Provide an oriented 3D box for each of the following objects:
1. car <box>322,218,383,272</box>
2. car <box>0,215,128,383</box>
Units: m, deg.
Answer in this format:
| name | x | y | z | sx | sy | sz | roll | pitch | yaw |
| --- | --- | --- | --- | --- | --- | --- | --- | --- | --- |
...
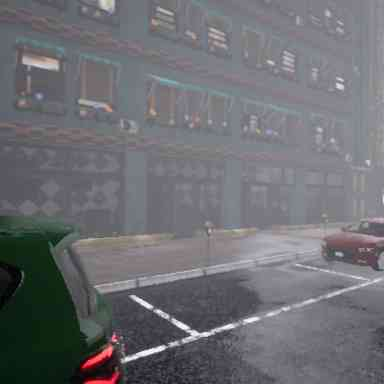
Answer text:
| name | x | y | z | sx | sy | sz | roll | pitch | yaw |
| --- | --- | --- | --- | --- | --- | --- | --- | --- | --- |
| car | 6.071 | 1.548 | 10.875 | 4.507 | 1.381 | 1.887 | 0 | 1 | -35 |
| car | -2.986 | 1.216 | 1.239 | 5.566 | 2.045 | 2.150 | -1 | 1 | -35 |
